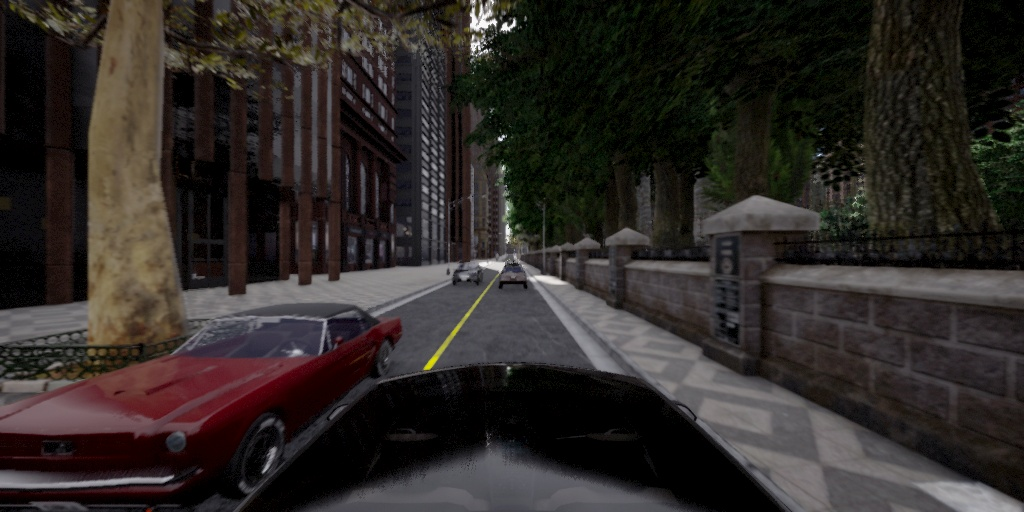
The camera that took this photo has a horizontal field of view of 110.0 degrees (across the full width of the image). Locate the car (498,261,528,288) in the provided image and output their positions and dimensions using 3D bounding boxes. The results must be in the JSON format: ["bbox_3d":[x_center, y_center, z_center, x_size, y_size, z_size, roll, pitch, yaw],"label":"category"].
[{"bbox_3d":[0.071,1.294,23.762,2.033,1.411,5.357,0,0,0],"label":"car"}]

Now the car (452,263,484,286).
[{"bbox_3d":[-3.062,1.240,25.534,2.128,1.511,4.902,0,0,0],"label":"car"}]

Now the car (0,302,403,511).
[{"bbox_3d":[-3.002,1.349,4.580,1.895,1.301,4.718,0,0,0],"label":"car"}]
